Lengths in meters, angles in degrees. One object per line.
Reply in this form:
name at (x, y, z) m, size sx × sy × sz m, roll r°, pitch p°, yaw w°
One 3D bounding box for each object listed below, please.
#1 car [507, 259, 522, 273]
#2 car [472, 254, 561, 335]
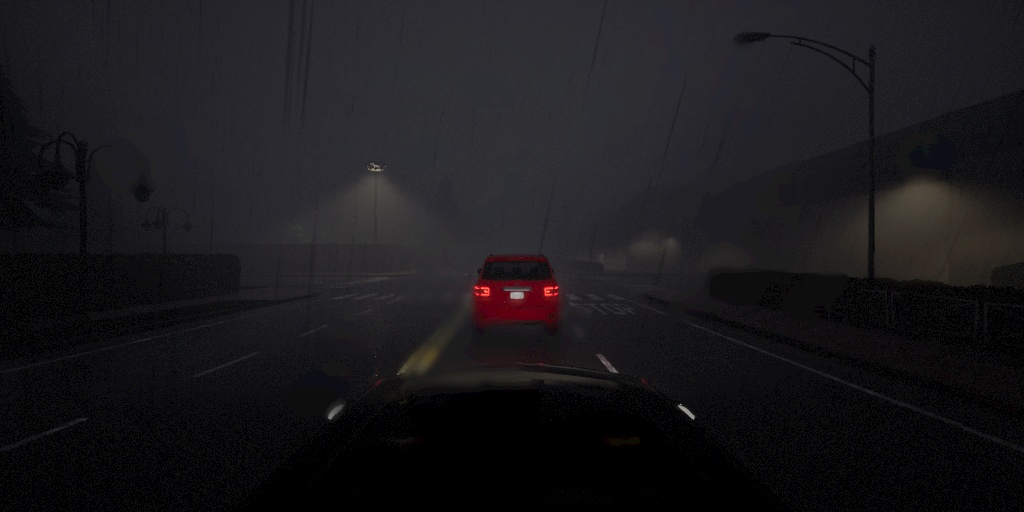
car at (0.333, 1.228, 45.522) m, size 1.882 × 1.535 × 5.008 m, roll 0°, pitch 0°, yaw 1°
car at (0.116, 0.971, 10.664) m, size 2.150 × 2.045 × 5.566 m, roll 0°, pitch 0°, yaw 0°
